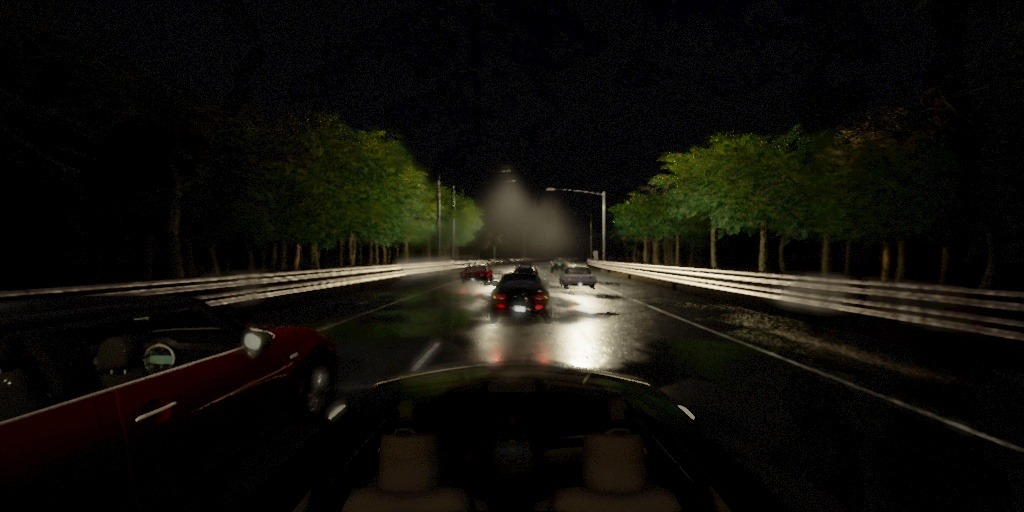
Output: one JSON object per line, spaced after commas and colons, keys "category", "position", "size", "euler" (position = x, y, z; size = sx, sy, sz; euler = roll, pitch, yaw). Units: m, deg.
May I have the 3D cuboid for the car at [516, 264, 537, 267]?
{"category": "car", "position": [1.166, 1.314, 29.541], "size": [1.994, 1.385, 4.181], "euler": [0, 0, 4]}

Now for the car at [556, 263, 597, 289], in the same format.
{"category": "car", "position": [4.134, 1.352, 23.210], "size": [1.895, 1.301, 4.718], "euler": [0, 0, 3]}

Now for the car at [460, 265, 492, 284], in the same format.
{"category": "car", "position": [-2.528, 1.347, 27.014], "size": [1.895, 1.301, 4.718], "euler": [0, 0, 4]}

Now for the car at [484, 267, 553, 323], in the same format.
{"category": "car", "position": [0.289, 1.277, 12.008], "size": [1.812, 1.442, 4.674], "euler": [0, 0, 1]}

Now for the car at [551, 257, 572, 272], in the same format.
{"category": "car", "position": [5.925, 1.102, 44.580], "size": [2.097, 1.767, 4.553], "euler": [0, 0, 6]}

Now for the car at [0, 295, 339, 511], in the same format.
{"category": "car", "position": [-3.357, 1.098, 2.937], "size": [2.097, 1.767, 4.553], "euler": [0, 0, 0]}
